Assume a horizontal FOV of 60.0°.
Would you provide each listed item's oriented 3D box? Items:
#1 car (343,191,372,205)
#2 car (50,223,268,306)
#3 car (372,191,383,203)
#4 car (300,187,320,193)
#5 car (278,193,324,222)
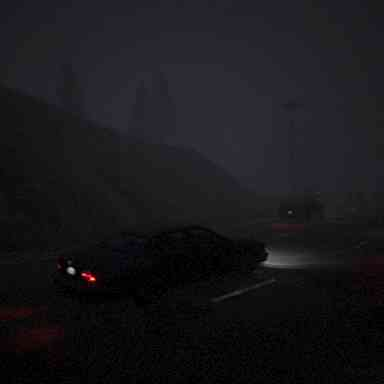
[{"bbox_3d":[18.071,0.634,37.083,2.128,1.511,4.902,-1,1,18],"label":"car"},{"bbox_3d":[-0.425,1.465,7.939,5.357,1.411,2.033,-2,1,-43],"label":"car"},{"bbox_3d":[23.236,0.586,40.341,1.895,1.301,4.718,-1,1,13],"label":"car"},{"bbox_3d":[17.629,0.217,49.886,2.150,2.045,5.566,-1,0,7],"label":"car"},{"bbox_3d":[7.348,1.046,22.143,1.882,1.535,5.008,0,1,35],"label":"car"}]
